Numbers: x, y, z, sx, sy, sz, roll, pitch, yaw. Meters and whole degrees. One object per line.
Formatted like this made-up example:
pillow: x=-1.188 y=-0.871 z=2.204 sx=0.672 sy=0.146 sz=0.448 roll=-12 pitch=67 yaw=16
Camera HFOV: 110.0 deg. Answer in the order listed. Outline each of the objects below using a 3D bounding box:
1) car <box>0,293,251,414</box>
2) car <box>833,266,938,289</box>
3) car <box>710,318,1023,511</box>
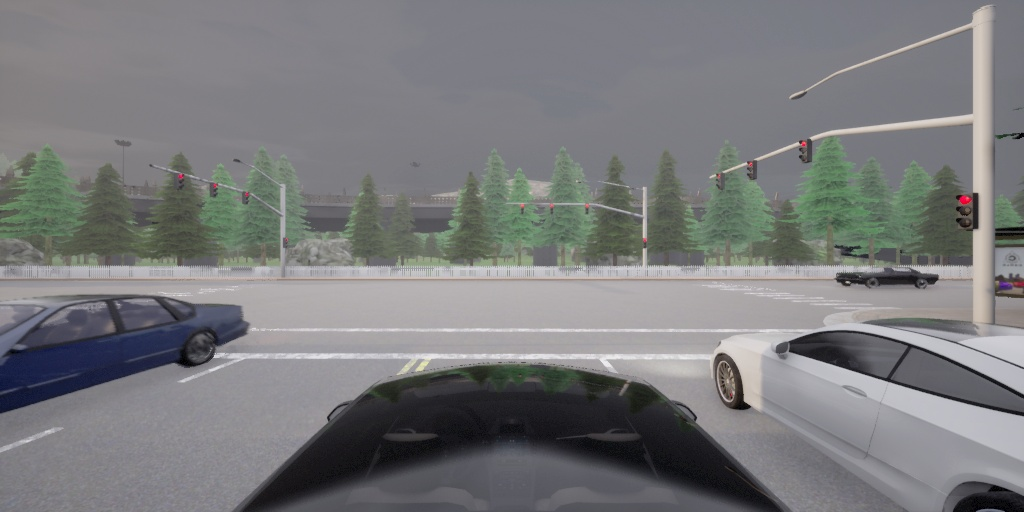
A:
car: x=-6.610 y=1.298 z=5.240 sx=2.033 sy=1.411 sz=5.357 roll=0 pitch=0 yaw=3
car: x=22.861 y=1.295 z=22.055 sx=4.718 sy=1.301 sz=1.895 roll=0 pitch=0 yaw=0
car: x=3.656 y=1.276 z=3.149 sx=1.812 sy=1.442 sz=4.674 roll=0 pitch=0 yaw=2
